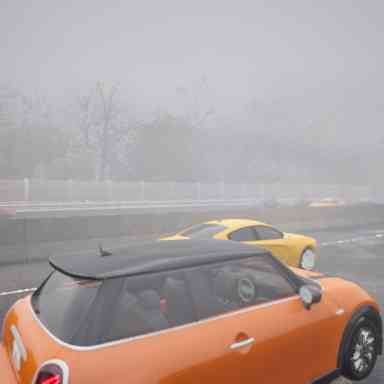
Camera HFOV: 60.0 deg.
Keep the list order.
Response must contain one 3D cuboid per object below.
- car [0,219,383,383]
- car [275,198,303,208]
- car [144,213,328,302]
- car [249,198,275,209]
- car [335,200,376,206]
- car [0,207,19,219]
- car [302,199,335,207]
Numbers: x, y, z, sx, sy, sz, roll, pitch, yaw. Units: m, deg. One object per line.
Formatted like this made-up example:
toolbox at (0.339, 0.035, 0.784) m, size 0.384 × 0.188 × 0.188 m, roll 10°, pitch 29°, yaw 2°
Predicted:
car at (0.296, 1.354, 3.958) m, size 4.553 × 1.767 × 2.097 m, roll 0°, pitch 0°, yaw -36°
car at (12.329, 1.515, 38.573) m, size 5.008 × 1.535 × 1.882 m, roll 0°, pitch 0°, yaw -35°
car at (1.385, 1.482, 9.033) m, size 5.008 × 1.535 × 1.882 m, roll 0°, pitch 0°, yaw -36°
car at (9.005, 1.540, 40.501) m, size 4.892 × 1.490 × 1.837 m, roll 0°, pitch 0°, yaw -35°
car at (16.730, 1.543, 33.115) m, size 4.892 × 1.490 × 1.837 m, roll 0°, pitch 0°, yaw -35°
car at (-13.235, 1.528, 20.346) m, size 4.674 × 1.442 × 1.812 m, roll 0°, pitch 0°, yaw -35°
car at (14.486, 1.515, 35.812) m, size 5.008 × 1.535 × 1.882 m, roll 0°, pitch 0°, yaw -35°
